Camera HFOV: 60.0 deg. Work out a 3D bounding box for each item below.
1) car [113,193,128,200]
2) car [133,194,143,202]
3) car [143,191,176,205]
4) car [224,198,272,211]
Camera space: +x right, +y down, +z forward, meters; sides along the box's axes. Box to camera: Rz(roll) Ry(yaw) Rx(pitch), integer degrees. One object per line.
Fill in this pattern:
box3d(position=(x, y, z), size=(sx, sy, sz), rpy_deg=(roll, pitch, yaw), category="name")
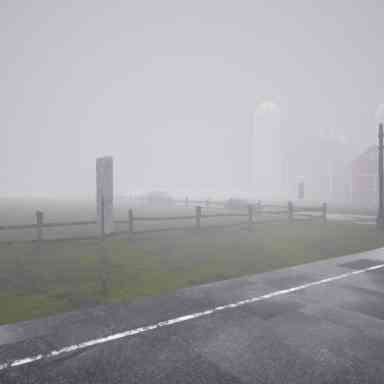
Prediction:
box3d(position=(-14.903, 0.922, 68.014), size=(2.033, 1.411, 5.357), rpy_deg=(-1, 1, -36), category="car")
box3d(position=(-9.057, 1.040, 59.860), size=(1.994, 1.385, 4.181), rpy_deg=(-1, 1, -35), category="car")
box3d(position=(-4.511, 0.836, 48.518), size=(2.150, 2.045, 5.566), rpy_deg=(-1, 1, -36), category="car")
box3d(position=(5.637, 1.326, 34.423), size=(2.033, 1.411, 5.357), rpy_deg=(-1, 1, -36), category="car")
